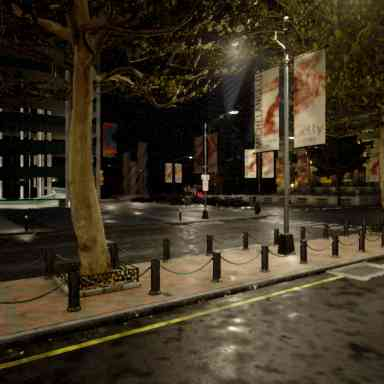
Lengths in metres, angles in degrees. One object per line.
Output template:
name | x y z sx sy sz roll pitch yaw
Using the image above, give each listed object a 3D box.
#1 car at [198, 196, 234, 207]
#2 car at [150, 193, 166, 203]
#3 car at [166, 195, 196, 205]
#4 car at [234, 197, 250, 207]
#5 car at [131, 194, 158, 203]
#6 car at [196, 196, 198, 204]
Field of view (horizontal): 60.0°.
car | 3.522 1.478 50.230 1.882 1.535 5.008 0 0 -35
car | -6.623 1.223 68.950 5.566 2.045 2.150 0 0 41
car | -1.913 1.352 57.747 2.097 1.767 4.553 0 0 -37
car | 6.582 1.547 51.978 2.033 1.411 5.357 0 0 -35
car | -10.029 1.548 67.066 5.357 1.411 2.033 0 0 41
car | 1.006 1.526 59.710 1.812 1.442 4.674 0 0 -36
